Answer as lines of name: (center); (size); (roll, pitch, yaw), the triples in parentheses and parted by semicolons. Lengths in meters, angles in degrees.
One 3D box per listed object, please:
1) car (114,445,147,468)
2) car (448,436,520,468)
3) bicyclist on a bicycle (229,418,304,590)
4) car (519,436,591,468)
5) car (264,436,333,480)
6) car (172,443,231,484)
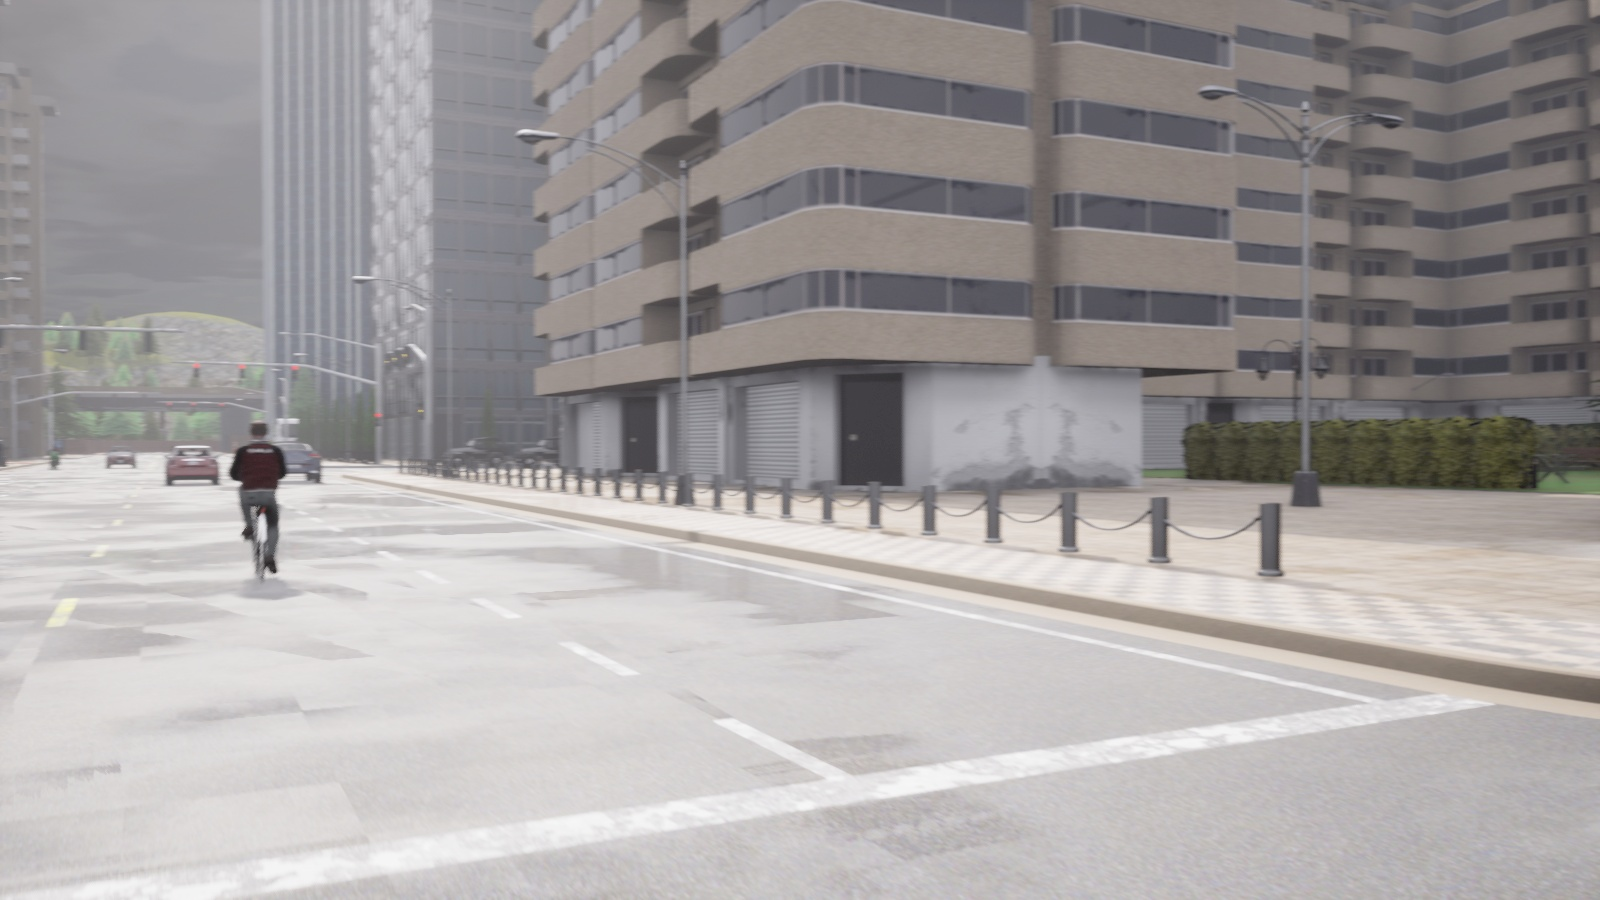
car: (-44.302, 0.389, 83.109); (1.816, 1.474, 4.193); (0, 0, -27)
car: (-19.177, 0.095, 76.227); (3.866, 1.878, 1.905); (0, 0, -26)
bicyclist on a bicycle: (-5.950, 0.551, 13.955); (0.659, 1.776, 1.843); (0, 1, -26)
car: (-14.558, 0.093, 74.595); (3.866, 1.878, 1.905); (0, 0, -26)
car: (-20.064, 0.285, 50.148); (2.152, 1.651, 5.027); (0, 0, -26)
car: (-22.941, 0.491, 48.079); (1.970, 1.475, 3.806); (0, 0, -26)
